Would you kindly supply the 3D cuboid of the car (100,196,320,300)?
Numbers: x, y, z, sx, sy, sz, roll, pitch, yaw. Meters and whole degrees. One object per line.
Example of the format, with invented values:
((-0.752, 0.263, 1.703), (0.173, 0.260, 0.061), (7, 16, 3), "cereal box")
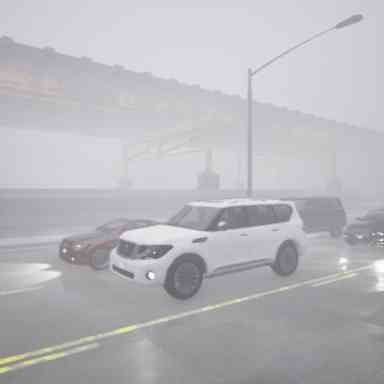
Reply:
((0.717, 1.219, 8.801), (5.566, 2.045, 2.150), (0, 0, -35), "car")

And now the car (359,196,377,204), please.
((28.959, 1.272, 54.851), (1.853, 1.218, 4.536), (0, 0, 18), "car")

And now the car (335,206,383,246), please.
((8.497, 1.499, 14.344), (4.892, 1.490, 1.837), (0, 0, -35), "car")

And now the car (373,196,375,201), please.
((25.197, 1.432, 52.118), (4.974, 1.542, 2.038), (0, 0, 8), "car")

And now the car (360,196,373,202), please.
((25.145, 1.274, 52.125), (4.536, 1.218, 1.853), (0, 0, 8), "car")

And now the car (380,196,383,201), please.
((32.803, 1.270, 58.553), (4.536, 1.218, 1.853), (0, 0, -7), "car")

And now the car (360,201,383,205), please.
((13.732, 1.537, 22.369), (5.357, 1.411, 2.033), (0, 0, -36), "car")

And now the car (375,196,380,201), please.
((28.943, 1.429, 54.802), (2.038, 1.542, 4.974), (0, 0, 18), "car")

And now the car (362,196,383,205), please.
((32.855, 1.427, 58.560), (4.974, 1.542, 2.038), (0, 0, -7), "car")

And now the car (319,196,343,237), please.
((5.386, 1.216, 16.425), (5.566, 2.045, 2.150), (0, 0, -35), "car")

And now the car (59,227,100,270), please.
((-2.154, 1.563, 11.052), (4.181, 1.385, 1.994), (0, 0, -36), "car")
